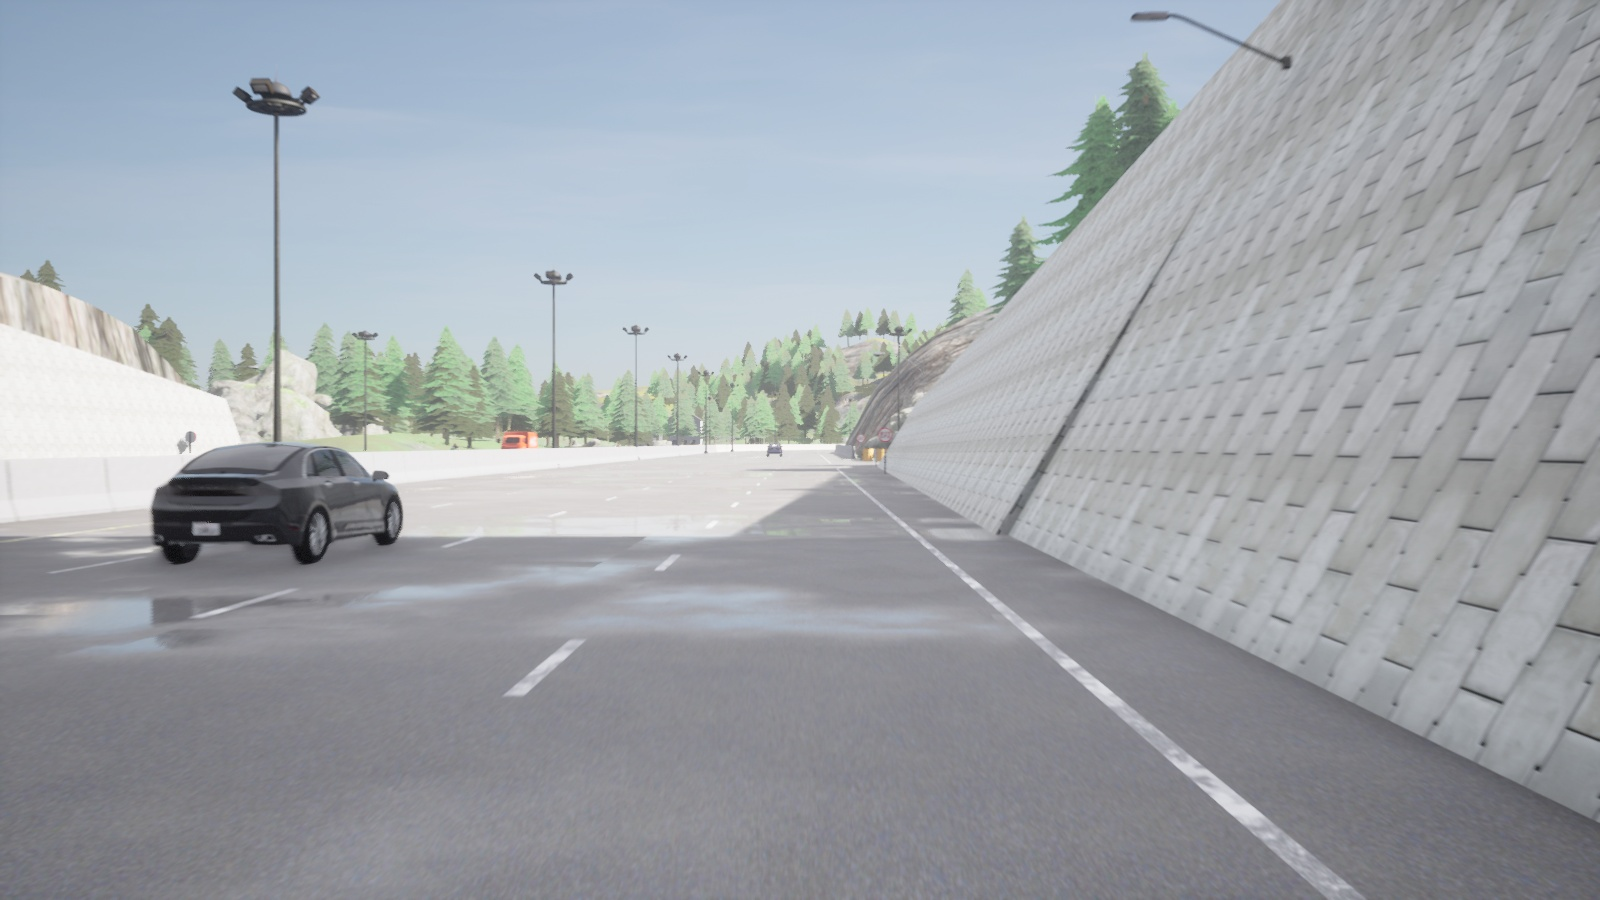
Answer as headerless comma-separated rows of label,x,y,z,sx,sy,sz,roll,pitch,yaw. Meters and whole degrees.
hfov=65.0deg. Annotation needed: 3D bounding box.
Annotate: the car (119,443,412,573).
car,-6.897,0.652,16.871,1.837,1.490,4.892,0,0,0
